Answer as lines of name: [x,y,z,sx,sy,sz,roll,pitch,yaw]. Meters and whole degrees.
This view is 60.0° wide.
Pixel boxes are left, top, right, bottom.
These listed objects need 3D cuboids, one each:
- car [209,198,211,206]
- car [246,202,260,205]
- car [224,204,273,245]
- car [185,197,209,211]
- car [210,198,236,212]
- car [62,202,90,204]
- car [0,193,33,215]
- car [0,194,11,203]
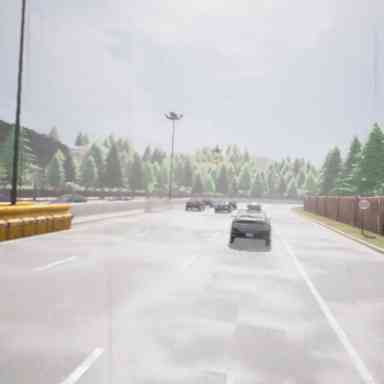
car: [2.381,1.607,50.997,1.837,1.490,4.892,3,0,11]
car: [7.985,1.946,42.964,2.033,1.411,5.357,3,0,11]
car: [2.940,1.638,16.574,2.128,1.511,4.902,3,0,11]
car: [0.471,1.511,41.015,1.837,1.490,4.892,3,0,11]
car: [3.777,1.728,39.708,2.033,1.411,5.357,3,0,11]
car: [-9.610,1.050,26.401,1.994,1.385,4.181,3,0,11]
car: [-13.797,0.816,23.133,2.033,1.411,5.357,3,0,11]
car: [-11.494,0.883,16.547,2.128,1.511,4.902,3,0,11]
